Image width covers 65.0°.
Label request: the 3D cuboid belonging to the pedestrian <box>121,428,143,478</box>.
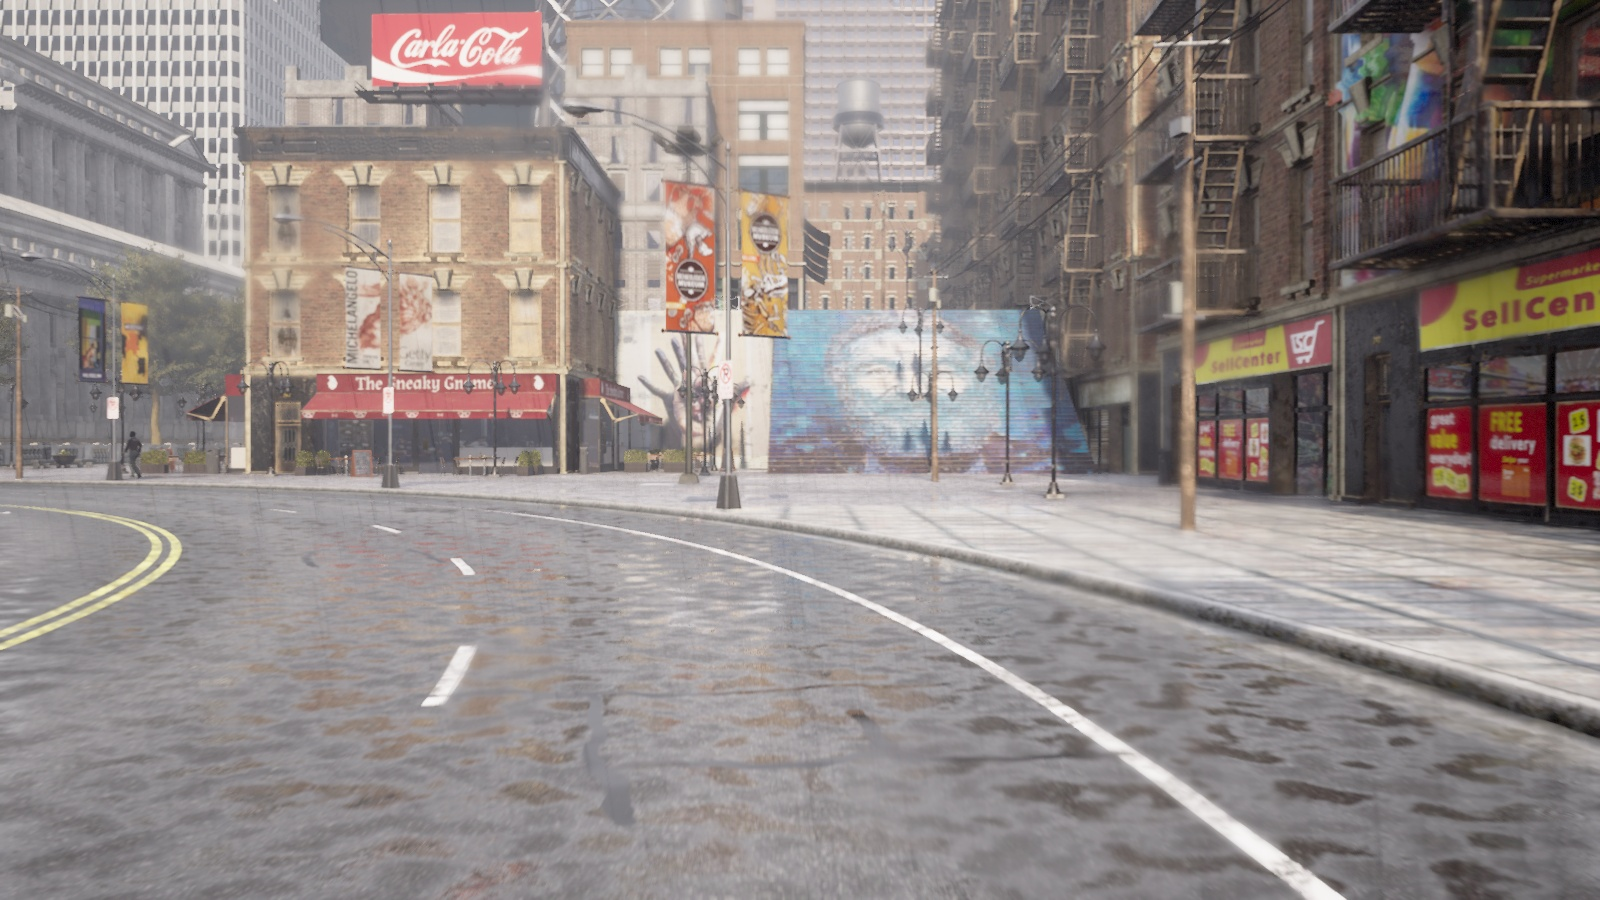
[{"bbox_3d":[-25.675,0.118,48.272,0.666,1.930,0.402,0,0,17],"label":"pedestrian"}]
